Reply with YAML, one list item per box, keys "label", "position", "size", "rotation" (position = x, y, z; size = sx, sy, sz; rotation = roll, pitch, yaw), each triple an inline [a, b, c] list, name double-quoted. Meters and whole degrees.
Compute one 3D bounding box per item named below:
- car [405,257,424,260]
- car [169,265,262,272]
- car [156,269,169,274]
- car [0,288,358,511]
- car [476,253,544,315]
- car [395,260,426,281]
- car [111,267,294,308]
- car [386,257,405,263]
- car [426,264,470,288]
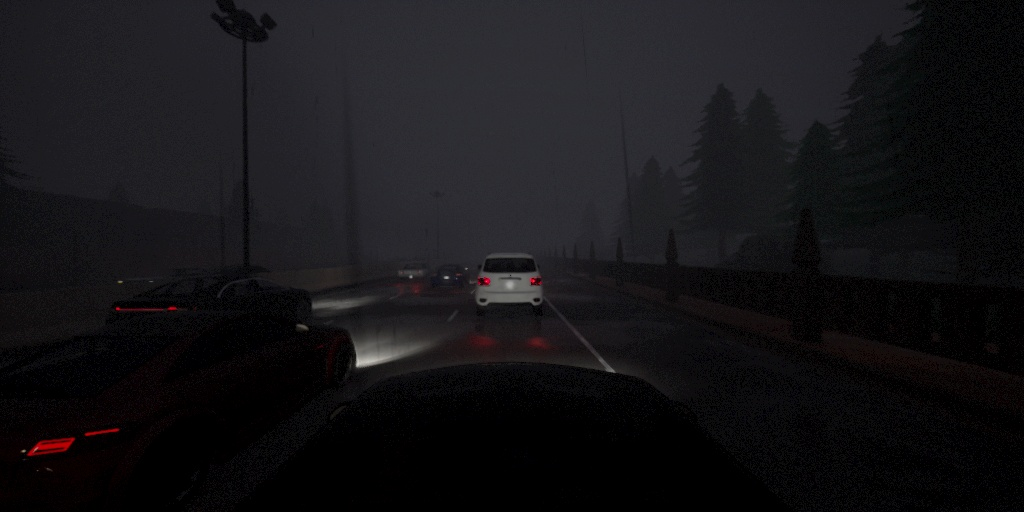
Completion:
- label: "car"
  position: [-15.150, 0.970, 57.467]
  size: [1.837, 1.490, 4.892]
  rotation: [0, 0, -1]
- label: "car"
  position: [-14.410, 1.207, 18.572]
  size: [1.837, 1.490, 4.892]
  rotation: [0, 0, -1]
- label: "car"
  position: [-17.924, 1.313, 19.174]
  size: [1.895, 1.301, 4.718]
  rotation: [0, 0, -1]
- label: "car"
  position: [-3.516, 1.313, 4.171]
  size: [1.994, 1.385, 4.181]
  rotation: [0, 0, 0]
- label: "car"
  position: [-0.110, 0.901, 13.270]
  size: [2.150, 2.045, 5.566]
  rotation: [0, 0, -1]
- label: "car"
  position: [-7.407, 1.216, 28.352]
  size: [1.895, 1.301, 4.718]
  rotation: [0, 0, -1]
- label: "car"
  position: [-7.052, 1.224, 9.106]
  size: [2.128, 1.511, 4.902]
  rotation: [0, 0, -1]
- label: "car"
  position: [-18.681, 0.959, 59.584]
  size: [2.128, 1.511, 4.902]
  rotation: [0, 0, -1]
- label: "car"
  position: [-3.794, 1.200, 22.554]
  size: [1.994, 1.385, 4.181]
  rotation: [0, 0, -1]
